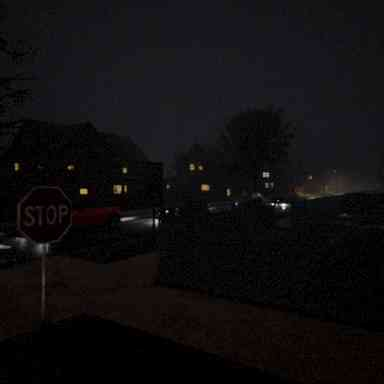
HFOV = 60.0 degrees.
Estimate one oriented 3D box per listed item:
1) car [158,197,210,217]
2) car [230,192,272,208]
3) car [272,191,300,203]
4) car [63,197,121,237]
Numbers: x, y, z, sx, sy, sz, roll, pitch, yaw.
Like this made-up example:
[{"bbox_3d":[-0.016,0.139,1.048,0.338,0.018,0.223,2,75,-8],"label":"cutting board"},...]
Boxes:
[{"bbox_3d":[-0.508,1.073,23.662,1.994,1.385,4.181,1,2,35],"label":"car"},{"bbox_3d":[5.454,0.759,32.045,2.128,1.511,4.902,1,2,35],"label":"car"},{"bbox_3d":[11.483,0.573,40.477,2.033,1.411,5.357,1,2,36],"label":"car"},{"bbox_3d":[-5.715,1.073,16.320,2.097,1.767,4.553,1,2,35],"label":"car"}]
